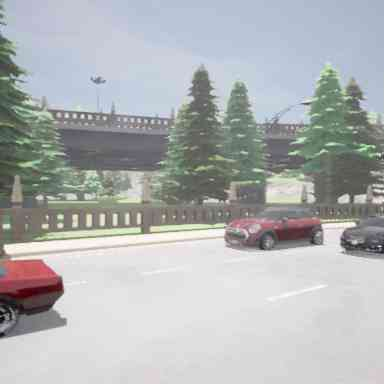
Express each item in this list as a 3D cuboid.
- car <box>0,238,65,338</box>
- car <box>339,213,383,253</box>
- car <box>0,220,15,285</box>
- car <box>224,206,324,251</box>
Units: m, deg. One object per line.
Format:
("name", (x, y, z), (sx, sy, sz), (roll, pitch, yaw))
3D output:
("car", (-4.593, 1.592, 5.056), (4.718, 1.301, 1.895), (1, 0, -34))
("car", (7.956, 1.612, 13.247), (4.892, 1.490, 1.837), (0, 0, -31))
("car", (-7.163, 1.532, 7.548), (5.357, 1.411, 2.033), (1, 0, -34))
("car", (3.621, 1.437, 14.569), (4.553, 1.767, 2.097), (1, 0, -32))
